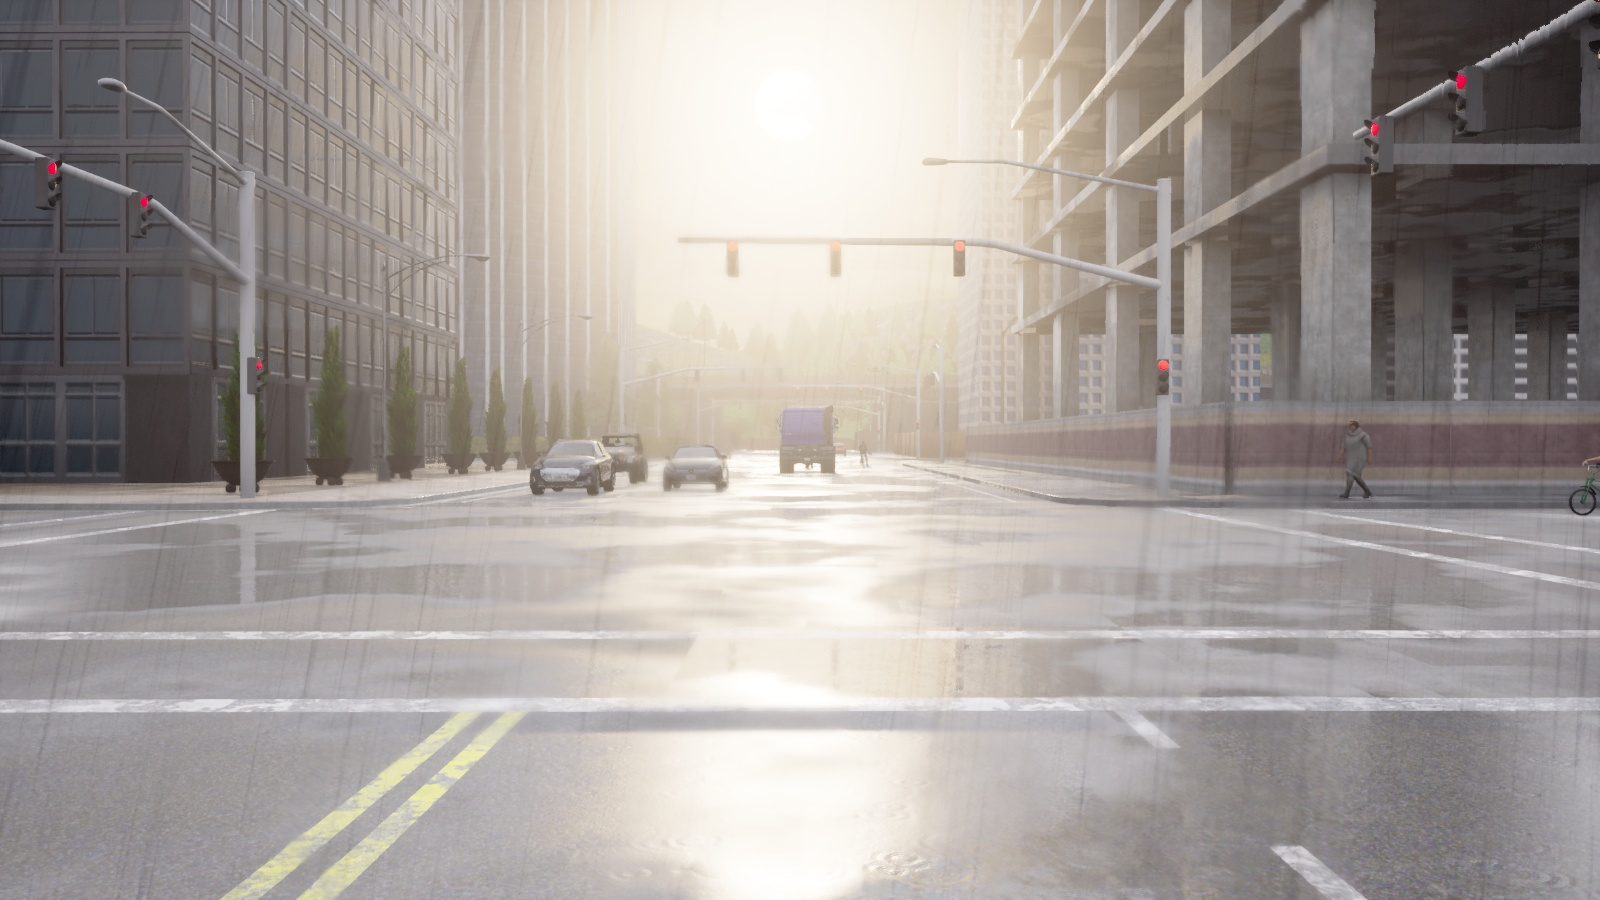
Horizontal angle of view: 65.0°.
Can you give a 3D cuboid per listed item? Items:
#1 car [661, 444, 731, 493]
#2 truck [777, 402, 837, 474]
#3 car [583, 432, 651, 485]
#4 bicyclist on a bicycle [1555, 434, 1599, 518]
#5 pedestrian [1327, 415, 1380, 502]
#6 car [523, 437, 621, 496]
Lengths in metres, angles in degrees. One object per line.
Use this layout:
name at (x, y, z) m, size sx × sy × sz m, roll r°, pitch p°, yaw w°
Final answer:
car at (-3.261, 0.543, 40.083) m, size 1.812 × 1.442 × 4.674 m, roll 0°, pitch 0°, yaw 0°
truck at (0.376, -0.599, 64.556) m, size 2.891 × 3.462 × 7.936 m, roll 0°, pitch 0°, yaw 0°
car at (-6.726, 0.274, 46.513) m, size 1.905 × 1.878 × 3.866 m, roll 0°, pitch 0°, yaw 0°
bicyclist on a bicycle at (15.731, 0.502, 24.463) m, size 1.509 × 1.612 × 0.866 m, roll 0°, pitch 0°, yaw 0°
pedestrian at (12.641, 0.195, 28.687) m, size 0.873 × 1.952 × 0.659 m, roll 0°, pitch 0°, yaw -20°
car at (-6.774, 0.457, 37.851) m, size 2.033 × 1.649 × 4.856 m, roll 0°, pitch 0°, yaw 0°
